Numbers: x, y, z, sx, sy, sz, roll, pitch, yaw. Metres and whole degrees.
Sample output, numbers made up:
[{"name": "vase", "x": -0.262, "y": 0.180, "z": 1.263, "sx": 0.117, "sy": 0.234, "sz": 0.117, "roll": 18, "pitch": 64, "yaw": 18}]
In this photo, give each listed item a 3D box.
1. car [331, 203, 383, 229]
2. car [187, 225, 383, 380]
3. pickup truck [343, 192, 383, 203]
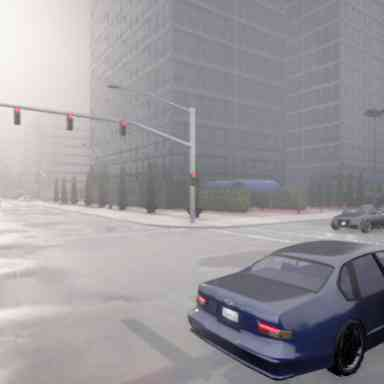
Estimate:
[{"name": "car", "x": 10.122, "y": 1.584, "z": 19.764, "sx": 4.181, "sy": 1.385, "sz": 1.994, "roll": 0, "pitch": 0, "yaw": -35}, {"name": "car", "x": 2.509, "y": 1.553, "z": 5.539, "sx": 5.357, "sy": 1.411, "sz": 2.033, "roll": 0, "pitch": 0, "yaw": -36}, {"name": "pickup truck", "x": 24.047, "y": 1.106, "z": 45.391, "sx": 6.274, "sy": 2.098, "sz": 2.390, "roll": 0, "pitch": 0, "yaw": -4}]
